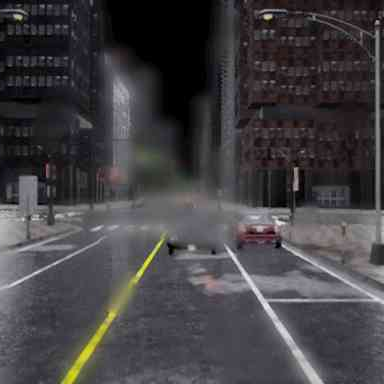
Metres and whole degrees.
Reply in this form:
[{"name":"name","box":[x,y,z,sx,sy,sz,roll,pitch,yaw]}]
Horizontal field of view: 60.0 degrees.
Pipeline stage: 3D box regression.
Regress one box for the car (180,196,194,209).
[{"name":"car","box":[-0.567,1.976,56.877,1.967,1.590,4.097,0,-1,0]}]

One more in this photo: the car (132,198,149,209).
[{"name":"car","box":[-9.091,2.101,56.830,1.947,1.339,4.313,0,-1,0]}]

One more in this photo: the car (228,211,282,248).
[{"name":"car","box":[2.770,1.584,15.483,1.967,1.590,4.097,0,-1,0]}]

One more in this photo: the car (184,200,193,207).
[{"name":"car","box":[-0.627,2.242,67.724,1.802,1.307,4.206,0,-1,0]}]

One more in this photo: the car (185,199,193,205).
[{"name":"car","box":[-0.689,2.331,78.574,1.887,1.381,4.507,0,-1,0]}]

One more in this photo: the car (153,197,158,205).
[{"name":"car","box":[-9.182,2.246,72.937,1.752,1.417,4.829,0,-1,0]}]

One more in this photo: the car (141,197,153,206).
[{"name":"car","box":[-9.123,1.912,62.259,2.192,1.841,5.009,0,-1,0]}]

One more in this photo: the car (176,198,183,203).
[{"name":"car","box":[-3.532,2.403,93.452,1.882,1.535,5.008,0,-1,0]}]

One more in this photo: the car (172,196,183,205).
[{"name":"car","box":[-3.464,2.282,81.371,1.882,1.535,5.008,0,-1,0]}]

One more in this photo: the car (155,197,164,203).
[{"name":"car","box":[-9.307,2.295,94.812,2.192,1.841,5.009,0,-1,0]}]

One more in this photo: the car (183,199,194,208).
[{"name":"car","box":[-0.597,2.038,62.302,1.967,1.590,4.097,0,-1,0]}]

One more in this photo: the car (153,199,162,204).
[{"name":"car","box":[-9.275,2.497,89.384,1.802,1.307,4.206,0,-1,0]}]

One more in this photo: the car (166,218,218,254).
[{"name":"car","box":[0.010,1.732,14.106,1.895,1.301,4.718,0,0,0]}]

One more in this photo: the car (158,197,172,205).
[{"name":"car","box":[-6.457,2.301,80.095,1.837,1.490,4.892,0,-1,0]}]

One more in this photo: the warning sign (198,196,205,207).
[{"name":"warning sign","box":[1.724,1.693,60.563,1.300,1.860,1.060,0,0,0]}]
